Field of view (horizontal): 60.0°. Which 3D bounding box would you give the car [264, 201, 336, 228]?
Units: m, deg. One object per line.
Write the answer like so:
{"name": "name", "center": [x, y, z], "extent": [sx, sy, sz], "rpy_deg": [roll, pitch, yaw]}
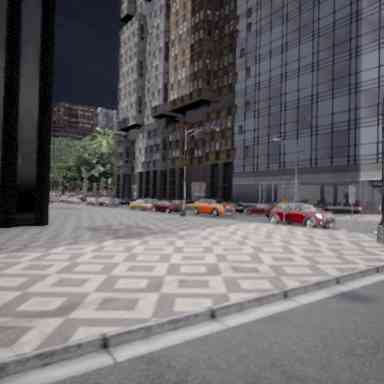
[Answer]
{"name": "car", "center": [7.019, 1.428, 21.209], "extent": [1.967, 1.590, 4.097], "rpy_deg": [2, -1, -37]}

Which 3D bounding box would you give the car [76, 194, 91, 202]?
{"name": "car", "center": [-27.521, 1.572, 84.159], "extent": [2.192, 1.841, 5.009], "rpy_deg": [2, -1, -36]}

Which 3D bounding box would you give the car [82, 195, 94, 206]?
{"name": "car", "center": [-15.313, 1.588, 52.426], "extent": [1.802, 1.307, 4.206], "rpy_deg": [2, -1, -36]}

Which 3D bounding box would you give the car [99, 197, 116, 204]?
{"name": "car", "center": [-17.952, 1.824, 70.766], "extent": [1.947, 1.339, 4.313], "rpy_deg": [2, -1, -36]}

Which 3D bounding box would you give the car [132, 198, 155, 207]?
{"name": "car", "center": [-8.376, 1.810, 57.378], "extent": [2.008, 1.369, 4.403], "rpy_deg": [2, -1, -36]}

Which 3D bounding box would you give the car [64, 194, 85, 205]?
{"name": "car", "center": [-21.597, 1.531, 61.217], "extent": [1.752, 1.417, 4.829], "rpy_deg": [2, -1, -36]}

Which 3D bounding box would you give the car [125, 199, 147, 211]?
{"name": "car", "center": [-5.635, 1.525, 38.898], "extent": [1.752, 1.417, 4.829], "rpy_deg": [2, -1, -36]}

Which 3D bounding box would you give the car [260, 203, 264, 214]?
{"name": "car", "center": [7.809, 1.545, 24.680], "extent": [1.882, 1.535, 5.008], "rpy_deg": [2, -1, -36]}

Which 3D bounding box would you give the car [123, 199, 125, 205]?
{"name": "car", "center": [-12.264, 1.778, 58.065], "extent": [1.895, 1.301, 4.718], "rpy_deg": [2, -1, -36]}

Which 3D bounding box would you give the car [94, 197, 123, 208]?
{"name": "car", "center": [-12.117, 1.446, 47.965], "extent": [1.967, 1.590, 4.097], "rpy_deg": [2, -1, -36]}

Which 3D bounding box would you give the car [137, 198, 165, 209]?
{"name": "car", "center": [-6.159, 1.668, 49.605], "extent": [2.128, 1.511, 4.902], "rpy_deg": [2, -1, -35]}

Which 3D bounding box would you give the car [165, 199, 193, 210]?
{"name": "car", "center": [-1.992, 1.807, 48.451], "extent": [2.008, 1.369, 4.403], "rpy_deg": [2, -1, -36]}

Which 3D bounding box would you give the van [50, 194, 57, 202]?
{"name": "van", "center": [-31.269, 1.346, 74.749], "extent": [1.690, 1.788, 3.998], "rpy_deg": [2, -1, -36]}

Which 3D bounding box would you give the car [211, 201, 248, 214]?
{"name": "car", "center": [4.391, 1.815, 39.525], "extent": [1.947, 1.339, 4.313], "rpy_deg": [2, -1, -36]}

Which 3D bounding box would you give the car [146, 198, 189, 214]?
{"name": "car", "center": [-2.542, 1.542, 34.572], "extent": [1.887, 1.381, 4.507], "rpy_deg": [2, -1, -36]}

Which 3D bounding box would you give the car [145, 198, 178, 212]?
{"name": "car", "center": [-3.792, 1.584, 40.915], "extent": [1.837, 1.490, 4.892], "rpy_deg": [2, -1, -36]}

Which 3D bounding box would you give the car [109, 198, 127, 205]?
{"name": "car", "center": [-14.760, 1.825, 66.303], "extent": [1.947, 1.339, 4.313], "rpy_deg": [2, -1, -36]}

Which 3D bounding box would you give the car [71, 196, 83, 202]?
{"name": "car", "center": [-30.816, 1.782, 88.756], "extent": [1.752, 1.417, 4.829], "rpy_deg": [2, -1, -36]}

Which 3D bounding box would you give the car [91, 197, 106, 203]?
{"name": "car", "center": [-21.241, 1.783, 75.368], "extent": [1.752, 1.417, 4.829], "rpy_deg": [2, -1, -36]}

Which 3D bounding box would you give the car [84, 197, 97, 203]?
{"name": "car", "center": [-24.335, 1.839, 79.691], "extent": [1.802, 1.307, 4.206], "rpy_deg": [2, -1, -36]}

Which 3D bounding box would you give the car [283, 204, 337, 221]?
{"name": "car", "center": [10.774, 1.809, 30.600], "extent": [1.947, 1.339, 4.313], "rpy_deg": [2, -1, -36]}

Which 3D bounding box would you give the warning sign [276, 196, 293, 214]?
{"name": "warning sign", "center": [9.940, 1.430, 35.752], "extent": [1.300, 1.860, 1.060], "rpy_deg": [2, -1, -36]}

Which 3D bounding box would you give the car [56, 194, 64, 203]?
{"name": "car", "center": [-24.886, 1.446, 65.820], "extent": [1.967, 1.590, 4.097], "rpy_deg": [2, -1, -36]}

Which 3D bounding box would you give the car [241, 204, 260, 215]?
{"name": "car", "center": [7.582, 1.828, 35.062], "extent": [1.802, 1.307, 4.206], "rpy_deg": [2, -1, -36]}

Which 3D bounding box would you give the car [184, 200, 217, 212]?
{"name": "car", "center": [1.101, 1.778, 44.127], "extent": [1.752, 1.417, 4.829], "rpy_deg": [2, -1, -36]}

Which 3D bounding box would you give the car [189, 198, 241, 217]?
{"name": "car", "center": [2.166, 1.425, 32.576], "extent": [2.097, 1.767, 4.553], "rpy_deg": [2, -1, -36]}
